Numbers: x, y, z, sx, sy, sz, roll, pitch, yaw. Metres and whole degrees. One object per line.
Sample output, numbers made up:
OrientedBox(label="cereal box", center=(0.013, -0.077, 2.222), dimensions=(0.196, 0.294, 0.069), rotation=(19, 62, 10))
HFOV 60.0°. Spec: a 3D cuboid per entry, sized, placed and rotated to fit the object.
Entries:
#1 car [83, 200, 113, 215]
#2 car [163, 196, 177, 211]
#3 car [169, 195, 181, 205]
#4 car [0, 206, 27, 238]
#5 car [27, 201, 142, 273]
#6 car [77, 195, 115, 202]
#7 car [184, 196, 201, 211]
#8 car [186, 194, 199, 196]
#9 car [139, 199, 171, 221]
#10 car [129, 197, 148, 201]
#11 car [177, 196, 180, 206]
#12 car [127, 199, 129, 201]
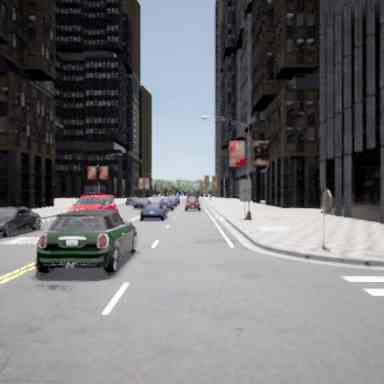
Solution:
OrientedBox(label="car", center=(-9.751, 1.543, 34.905), dimensions=(1.994, 1.385, 4.181), rotation=(0, 0, 0))
OrientedBox(label="car", center=(-3.144, 1.497, 40.591), dimensions=(1.812, 1.442, 4.674), rotation=(0, 0, 0))
OrientedBox(label="car", center=(-3.093, 1.423, 60.411), dimensions=(1.882, 1.535, 5.008), rotation=(0, 0, 0))
OrientedBox(label="car", center=(-9.802, 1.523, 17.846), dimensions=(1.812, 1.442, 4.674), rotation=(0, 0, 0))
OrientedBox(label="car", center=(-3.120, 1.353, 10.799), dimensions=(2.097, 1.767, 4.553), rotation=(0, 0, 0))
OrientedBox(label="car", center=(-6.539, 1.215, 22.256), dimensions=(2.150, 2.045, 5.566), rotation=(0, 0, 0))
OrientedBox(label="car", center=(0.105, 1.497, 40.167), dimensions=(1.812, 1.442, 4.674), rotation=(0, 0, 0))
OrientedBox(label="car", center=(0.131, 1.436, 50.359), dimensions=(1.882, 1.535, 5.008), rotation=(0, 0, 0))
OrientedBox(label="car", center=(-3.080, 1.550, 27.523), dimensions=(1.994, 1.385, 4.181), rotation=(0, 0, 0))
OrientedBox(label="car", center=(-6.447, 1.515, 43.771), dimensions=(2.033, 1.411, 5.357), rotation=(0, 0, 1))
OrientedBox(label="car", center=(-3.118, 1.505, 50.692), dimensions=(2.033, 1.411, 5.357), rotation=(0, 0, 0))
OrientedBox(label="car", center=(-9.608, 1.507, 54.595), dimensions=(1.812, 1.442, 4.674), rotation=(0, 0, 0))
